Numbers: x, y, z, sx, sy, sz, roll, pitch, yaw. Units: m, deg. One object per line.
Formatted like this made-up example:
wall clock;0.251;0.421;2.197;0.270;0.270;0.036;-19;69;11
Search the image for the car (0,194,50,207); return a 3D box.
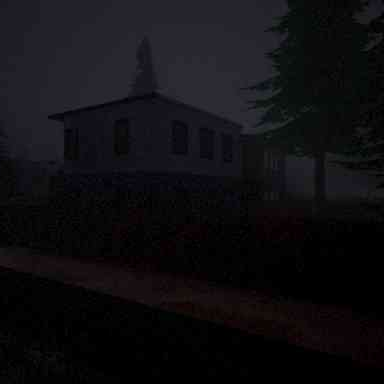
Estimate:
car;-14.710;1.221;29.550;2.150;2.045;5.566;0;0;27
